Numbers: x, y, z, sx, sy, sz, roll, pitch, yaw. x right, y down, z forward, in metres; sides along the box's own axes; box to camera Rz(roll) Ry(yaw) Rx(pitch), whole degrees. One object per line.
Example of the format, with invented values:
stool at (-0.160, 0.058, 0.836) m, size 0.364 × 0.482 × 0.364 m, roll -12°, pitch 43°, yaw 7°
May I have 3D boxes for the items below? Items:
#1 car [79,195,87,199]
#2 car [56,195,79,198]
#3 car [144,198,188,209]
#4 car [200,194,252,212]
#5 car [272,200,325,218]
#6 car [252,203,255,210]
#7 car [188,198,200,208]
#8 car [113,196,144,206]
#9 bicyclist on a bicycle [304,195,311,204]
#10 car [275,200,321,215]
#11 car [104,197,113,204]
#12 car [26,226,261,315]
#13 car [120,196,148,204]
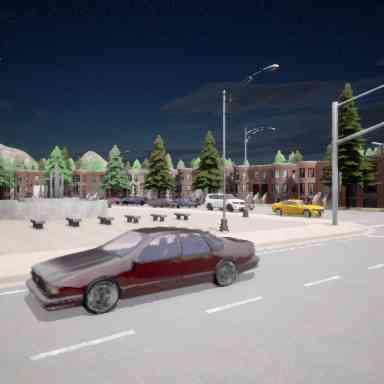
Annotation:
car at (-22.551, 1.352, 63.996) m, size 4.553 × 1.767 × 2.097 m, roll 0°, pitch 0°, yaw 7°
car at (-23.812, 1.505, 60.701) m, size 4.892 × 1.490 × 1.837 m, roll 0°, pitch 0°, yaw 5°
car at (-3.665, 1.547, 45.873) m, size 5.357 × 1.411 × 2.033 m, roll 0°, pitch 0°, yaw 36°
car at (3.831, 1.221, 38.651) m, size 2.150 × 2.045 × 5.566 m, roll 0°, pitch 0°, yaw -39°
car at (9.758, 1.478, 30.785) m, size 1.882 × 1.535 × 5.008 m, roll 0°, pitch 0°, yaw -37°
car at (5.689, 1.526, 41.745) m, size 1.812 × 1.442 × 4.674 m, roll 0°, pitch 0°, yaw -41°
car at (-1.248, 1.547, 48.412) m, size 5.357 × 1.411 × 2.033 m, roll 0°, pitch 0°, yaw 37°
car at (-9.820, 1.601, 53.491) m, size 4.718 × 1.301 × 1.895 m, roll 0°, pitch 0°, yaw 24°
bicyclist on a bicycle at (16.182, 1.303, 46.625) m, size 1.656 × 1.620 × 0.582 m, roll 0°, pitch 0°, yaw -37°
car at (11.075, 1.564, 34.859) m, size 1.994 × 1.385 × 4.181 m, roll 0°, pitch 0°, yaw -37°
car at (-14.075, 1.564, 58.835) m, size 4.181 × 1.385 × 1.994 m, roll 0°, pitch 0°, yaw 18°
car at (-0.795, 1.547, 7.734) m, size 5.357 × 1.411 × 2.033 m, roll 0°, pitch 0°, yaw -36°
car at (-10.730, 1.504, 61.444) m, size 4.892 × 1.490 × 1.837 m, roll 0°, pitch 0°, yaw 20°
